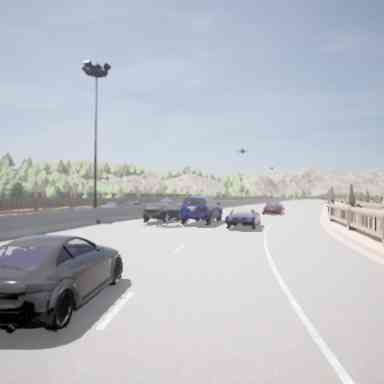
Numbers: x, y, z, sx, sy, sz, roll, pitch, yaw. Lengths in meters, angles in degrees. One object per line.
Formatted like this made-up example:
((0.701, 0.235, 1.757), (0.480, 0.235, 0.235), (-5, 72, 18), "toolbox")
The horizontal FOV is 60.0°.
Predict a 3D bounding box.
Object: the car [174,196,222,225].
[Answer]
((0.804, 1.356, 25.538), (2.150, 2.045, 5.566), (0, 0, 17), "car")

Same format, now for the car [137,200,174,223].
((-2.347, 1.637, 27.035), (1.837, 1.490, 4.892), (0, 0, 17), "car")

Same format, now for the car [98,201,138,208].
((-7.754, 1.704, 33.469), (2.033, 1.411, 5.357), (0, 0, 21), "car")

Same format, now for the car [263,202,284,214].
((9.543, 1.833, 38.825), (1.994, 1.385, 4.181), (0, 0, 22), "car")

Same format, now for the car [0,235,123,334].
((-2.901, 1.578, 6.960), (1.994, 1.385, 4.181), (0, 0, 5), "car")

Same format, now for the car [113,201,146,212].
((-7.958, 1.830, 42.659), (1.895, 1.301, 4.718), (0, -1, 22), "car")

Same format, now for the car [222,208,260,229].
((3.554, 1.727, 22.620), (1.895, 1.301, 4.718), (0, 0, 16), "car")
